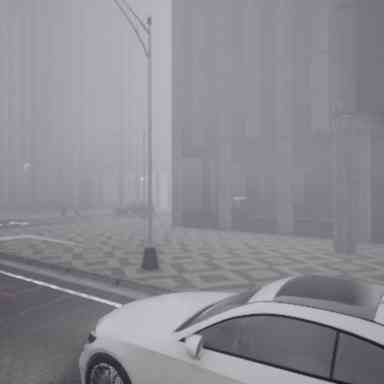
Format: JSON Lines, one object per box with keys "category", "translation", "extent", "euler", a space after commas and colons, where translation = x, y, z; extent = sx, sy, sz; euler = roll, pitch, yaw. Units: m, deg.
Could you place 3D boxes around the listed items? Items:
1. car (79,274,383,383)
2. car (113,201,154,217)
{"category": "car", "translation": [0.978, 1.526, 2.992], "extent": [4.674, 1.442, 1.812], "euler": [0, 0, 35]}
{"category": "car", "translation": [-6.191, 1.744, 35.558], "extent": [1.882, 1.535, 5.008], "euler": [0, -1, 36]}
